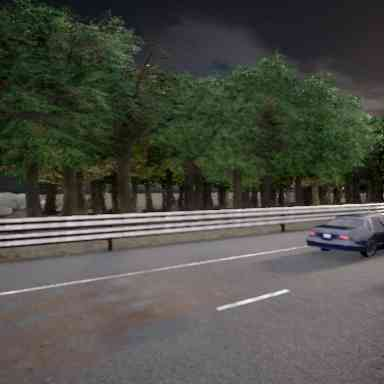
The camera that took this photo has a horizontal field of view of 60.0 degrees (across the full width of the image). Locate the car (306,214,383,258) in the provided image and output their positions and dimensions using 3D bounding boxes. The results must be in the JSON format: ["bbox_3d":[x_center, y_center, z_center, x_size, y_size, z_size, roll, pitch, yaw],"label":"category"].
[{"bbox_3d":[6.649,1.544,12.798,5.357,1.411,2.033,0,0,-35],"label":"car"}]
